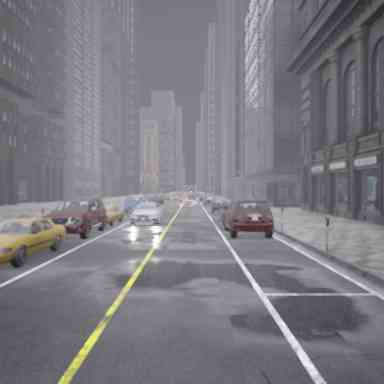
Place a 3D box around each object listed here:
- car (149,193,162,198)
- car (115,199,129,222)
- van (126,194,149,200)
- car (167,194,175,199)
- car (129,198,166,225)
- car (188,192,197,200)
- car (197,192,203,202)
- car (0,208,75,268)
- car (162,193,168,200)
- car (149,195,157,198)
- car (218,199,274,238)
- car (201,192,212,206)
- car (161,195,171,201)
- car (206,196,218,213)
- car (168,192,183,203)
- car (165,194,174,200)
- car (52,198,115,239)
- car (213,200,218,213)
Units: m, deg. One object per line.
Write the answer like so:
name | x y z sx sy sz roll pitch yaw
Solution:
car | -5.756 1.131 45.168 2.192 1.841 5.009 0 0 0
car | -5.760 1.428 22.436 1.752 1.417 4.829 0 0 0
van | -5.758 1.199 33.887 1.690 1.788 3.998 0 0 0
car | -5.744 1.182 90.125 1.752 1.417 4.829 0 0 0
car | -3.094 1.425 23.343 1.812 1.442 4.674 0 0 0
car | 0.020 1.217 82.403 1.895 1.301 4.718 0 0 0
car | 2.367 1.273 64.480 1.812 1.442 4.674 0 0 0
car | -5.762 1.476 11.155 1.752 1.417 4.829 0 0 0
car | -5.753 1.091 56.450 2.192 1.841 5.009 0 0 0
car | -5.756 1.387 39.528 2.008 1.369 4.403 0 0 0
car | 2.763 1.241 16.970 2.192 1.841 5.009 0 0 0
car | 2.771 1.236 50.813 1.967 1.590 4.097 0 0 0
car | -5.748 1.282 73.373 1.947 1.339 4.313 0 0 0
car | 2.768 1.408 33.892 2.008 1.369 4.403 0 0 0
car | -3.010 1.107 64.008 2.097 1.767 4.553 0 0 1
car | -5.745 1.226 84.654 2.008 1.369 4.403 0 0 0
car | -5.762 1.241 16.965 2.192 1.841 5.009 0 0 0
car | 2.765 1.453 22.611 2.008 1.369 4.403 0 0 0
